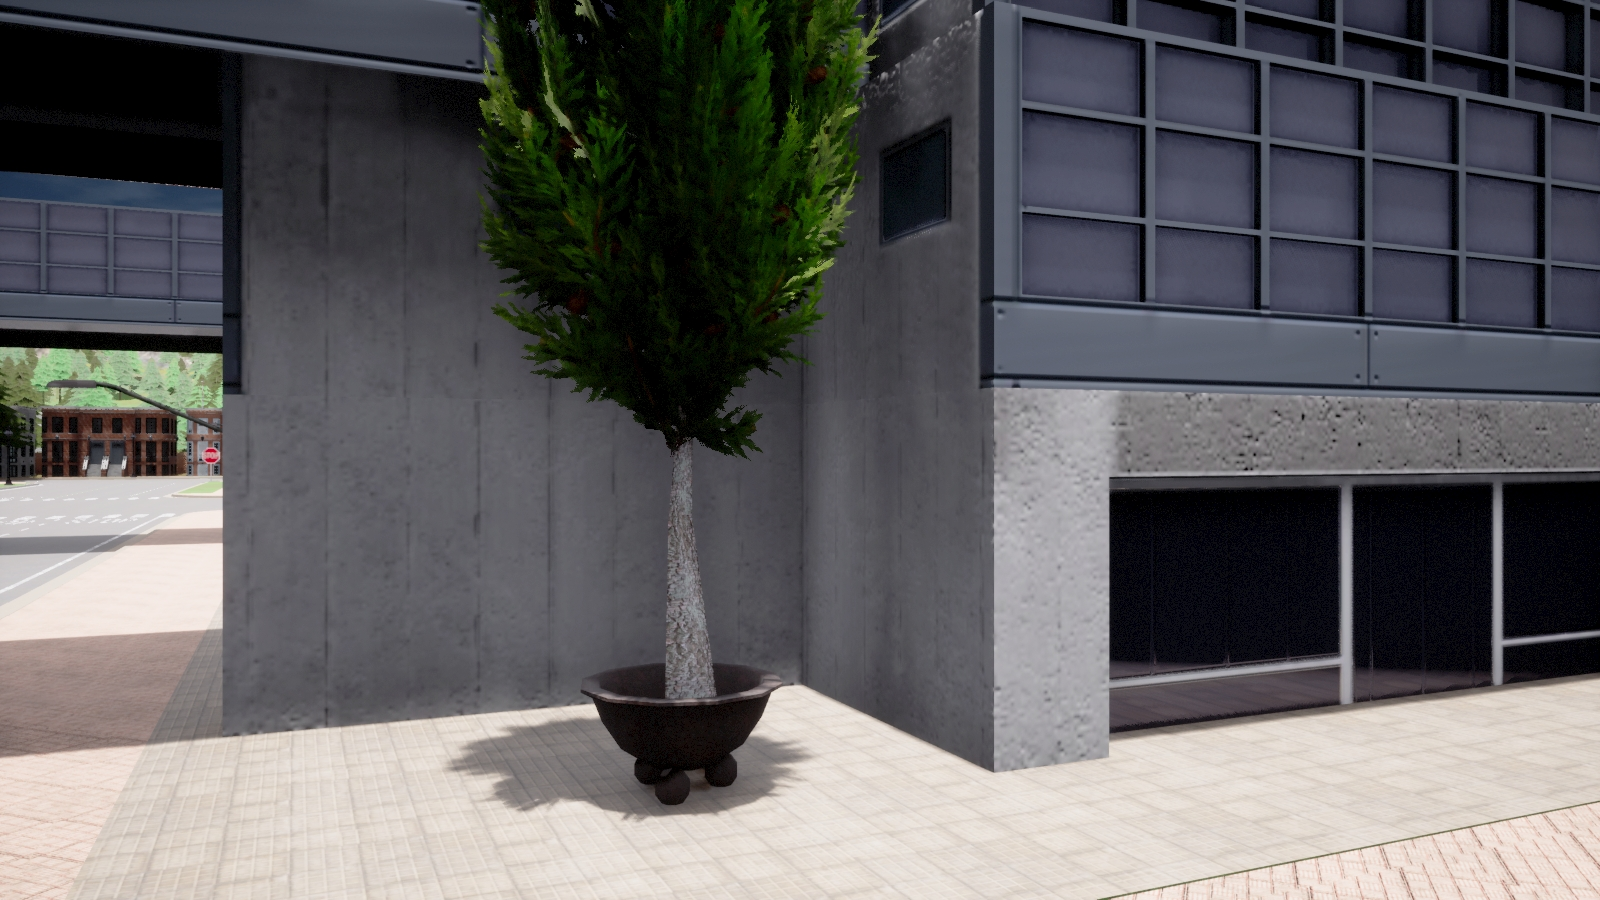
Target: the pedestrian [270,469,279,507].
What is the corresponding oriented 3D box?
[{"bbox_3d":[-25.670,1.849,55.817,0.375,1.860,0.375,0,0,-24],"label":"pedestrian"}]
